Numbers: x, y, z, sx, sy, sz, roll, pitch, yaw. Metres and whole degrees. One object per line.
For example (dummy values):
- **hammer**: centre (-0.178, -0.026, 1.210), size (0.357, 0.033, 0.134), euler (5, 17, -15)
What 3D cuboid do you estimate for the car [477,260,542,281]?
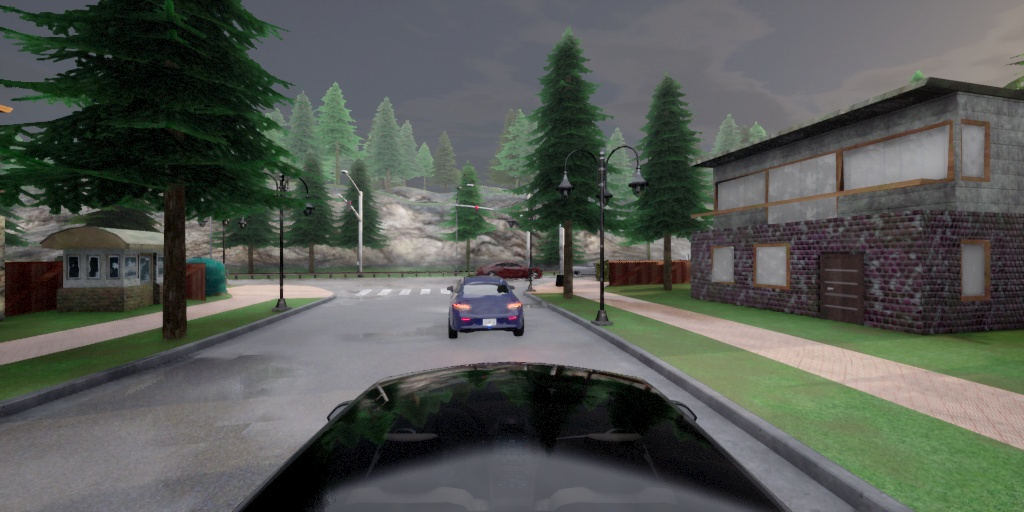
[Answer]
- **car**: centre (-0.210, 1.077, 26.877), size (5.008, 1.535, 1.882), euler (0, 1, -12)

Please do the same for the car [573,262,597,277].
- **car**: centre (6.873, 1.194, 32.218), size (4.718, 1.301, 1.895), euler (0, 0, -12)

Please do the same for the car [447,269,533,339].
- **car**: centre (-0.834, 1.276, 10.086), size (1.812, 1.442, 4.674), euler (0, 0, -9)

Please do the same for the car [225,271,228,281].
- **car**: centre (-20.817, 1.070, 22.444), size (5.008, 1.535, 1.882), euler (0, 0, -12)
